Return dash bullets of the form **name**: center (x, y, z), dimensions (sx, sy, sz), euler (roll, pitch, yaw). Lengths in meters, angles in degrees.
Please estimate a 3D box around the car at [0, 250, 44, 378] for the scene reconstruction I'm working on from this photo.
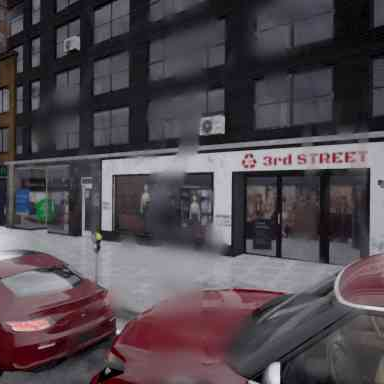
- **car**: center (-2.965, 1.580, 5.176), dimensions (4.206, 1.307, 1.802), euler (0, 1, 35)

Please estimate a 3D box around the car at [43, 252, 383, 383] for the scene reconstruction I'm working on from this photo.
- **car**: center (1.588, 1.315, 1.941), dimensions (5.009, 1.841, 2.192), euler (0, 1, 35)
